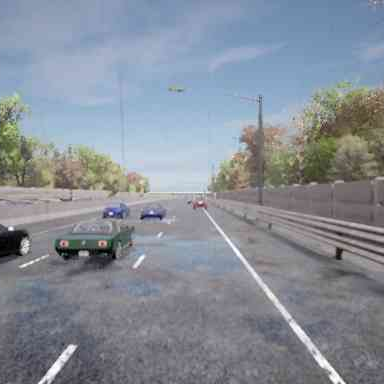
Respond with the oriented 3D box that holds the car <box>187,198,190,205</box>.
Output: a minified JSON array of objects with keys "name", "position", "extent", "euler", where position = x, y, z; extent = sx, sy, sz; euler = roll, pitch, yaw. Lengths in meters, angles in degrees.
[{"name":"car","position":[-0.027,2.000,68.197],"extent":[1.895,1.301,4.718],"euler":[0,0,0]}]

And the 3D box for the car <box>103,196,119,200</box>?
[{"name":"car","position":[-17.529,1.721,74.089],"extent":[2.097,1.767,4.553],"euler":[0,0,0]}]

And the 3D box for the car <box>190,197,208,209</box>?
[{"name":"car","position":[1.204,1.630,49.372],"extent":[2.097,1.767,4.553],"euler":[0,0,0]}]

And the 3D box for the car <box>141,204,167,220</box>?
[{"name":"car","position":[-3.410,1.725,30.135],"extent":[1.994,1.385,4.181],"euler":[0,0,0]}]

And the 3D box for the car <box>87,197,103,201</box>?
[{"name":"car","position":[-21.029,1.905,74.057],"extent":[2.033,1.411,5.357],"euler":[0,0,0]}]

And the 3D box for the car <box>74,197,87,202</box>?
[{"name":"car","position":[-24.529,1.905,74.055],"extent":[2.033,1.411,5.357],"euler":[0,0,0]}]

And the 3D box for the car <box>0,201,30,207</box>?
[{"name":"car","position":[-17.605,1.666,32.706],"extent":[2.128,1.511,4.902],"euler":[0,0,0]}]

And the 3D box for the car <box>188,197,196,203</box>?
[{"name":"car","position":[-0.033,2.019,83.568],"extent":[1.895,1.301,4.718],"euler":[0,0,0]}]

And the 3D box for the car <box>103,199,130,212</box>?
[{"name":"car","position":[-6.911,1.690,30.669],"extent":[1.812,1.442,4.674],"euler":[0,0,0]}]

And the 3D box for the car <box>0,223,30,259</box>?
[{"name":"car","position":[-6.904,1.533,10.316],"extent":[1.882,1.535,5.008],"euler":[0,0,0]}]

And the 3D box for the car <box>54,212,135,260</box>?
[{"name":"car","position":[-3.404,1.669,12.707],"extent":[1.895,1.301,4.718],"euler":[0,0,0]}]
